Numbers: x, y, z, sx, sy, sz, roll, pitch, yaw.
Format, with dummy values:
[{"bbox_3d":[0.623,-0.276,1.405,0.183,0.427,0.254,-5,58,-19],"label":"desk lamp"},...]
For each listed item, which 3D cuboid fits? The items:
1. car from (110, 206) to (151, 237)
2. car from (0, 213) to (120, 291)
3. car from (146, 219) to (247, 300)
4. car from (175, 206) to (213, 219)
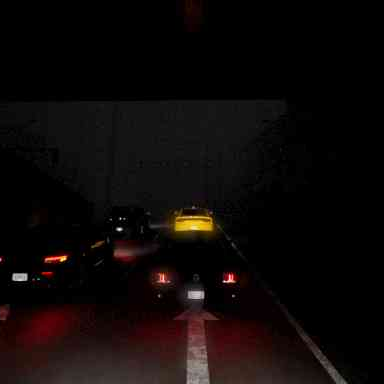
[{"bbox_3d":[-3.414,1.505,18.072,1.837,1.490,4.892,0,0,0],"label":"car"},{"bbox_3d":[-3.418,1.526,8.913,1.812,1.442,4.674,0,0,0],"label":"car"},{"bbox_3d":[0.085,1.601,8.322,1.895,1.301,4.718,0,0,0],"label":"car"},{"bbox_3d":[0.087,1.478,17.665,1.882,1.535,5.008,0,0,0],"label":"car"}]
